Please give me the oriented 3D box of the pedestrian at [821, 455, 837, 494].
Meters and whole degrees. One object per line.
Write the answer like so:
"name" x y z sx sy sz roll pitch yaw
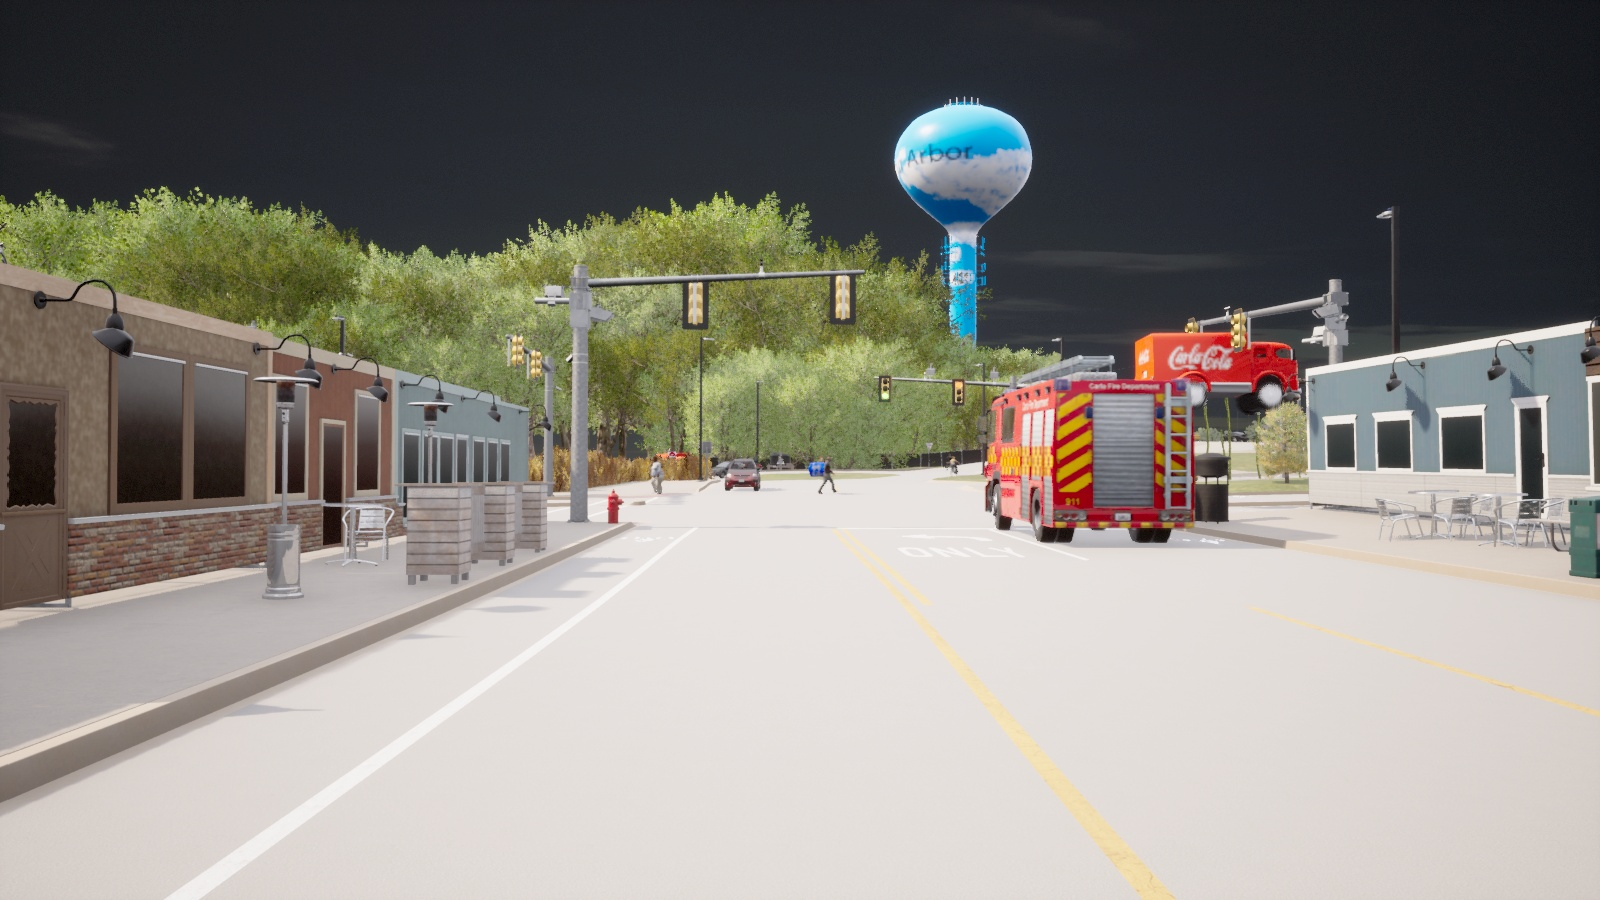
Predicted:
"pedestrian" 1.402 1.181 60.245 0.720 1.854 0.376 0 -1 -4

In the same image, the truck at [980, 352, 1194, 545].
"truck" 6.313 0.014 29.188 2.891 3.827 8.468 0 -1 -1

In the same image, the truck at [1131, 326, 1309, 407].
"truck" 14.460 -2.841 43.499 5.204 2.467 2.627 0 -3 0

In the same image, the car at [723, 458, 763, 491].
"car" -2.920 1.248 64.968 1.851 1.617 3.988 0 1 0

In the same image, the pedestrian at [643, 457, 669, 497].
"pedestrian" -6.823 1.266 59.493 0.900 1.855 0.874 1 -2 -42
